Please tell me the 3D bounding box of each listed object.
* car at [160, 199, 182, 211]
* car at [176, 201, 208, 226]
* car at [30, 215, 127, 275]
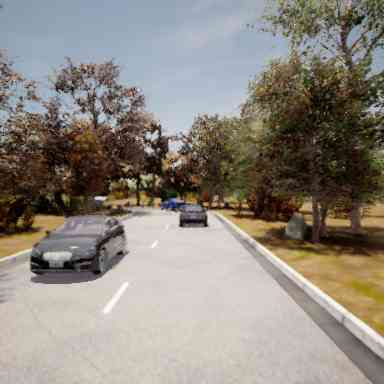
[{"bbox_3d":[-2.373,1.592,41.511,1.882,1.535,5.008,3,-2,-26],"label":"car"},{"bbox_3d":[0.100,1.605,24.030,1.994,1.385,4.181,0,0,0],"label":"car"},{"bbox_3d":[-3.349,1.515,10.659,2.128,1.511,4.902,0,0,0],"label":"car"}]
